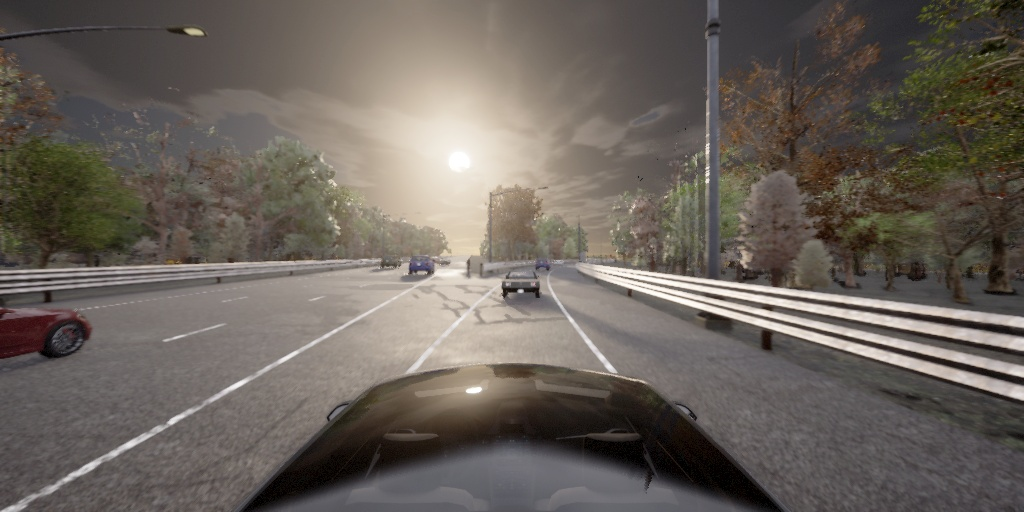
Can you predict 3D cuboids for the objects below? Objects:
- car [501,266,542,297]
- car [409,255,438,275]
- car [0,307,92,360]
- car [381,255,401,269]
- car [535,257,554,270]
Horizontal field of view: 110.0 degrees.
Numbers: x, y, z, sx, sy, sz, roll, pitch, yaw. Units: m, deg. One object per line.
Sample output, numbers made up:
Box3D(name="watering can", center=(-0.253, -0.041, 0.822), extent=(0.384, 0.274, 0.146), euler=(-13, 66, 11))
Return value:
Box3D(name="car", center=(0.547, 1.400, 19.336), extent=(1.895, 1.301, 4.718), euler=(0, 0, 3))
Box3D(name="car", center=(-9.551, 0.923, 38.181), extent=(2.150, 2.045, 5.566), euler=(0, 0, -6))
Box3D(name="car", center=(-9.363, 1.242, 5.331), extent=(1.812, 1.442, 4.674), euler=(0, 0, -6))
Box3D(name="car", center=(-18.491, 0.884, 54.965), extent=(2.150, 2.045, 5.566), euler=(0, 0, -6))
Box3D(name="car", center=(4.974, 1.214, 57.234), extent=(2.150, 2.045, 5.566), euler=(0, 0, 10))
